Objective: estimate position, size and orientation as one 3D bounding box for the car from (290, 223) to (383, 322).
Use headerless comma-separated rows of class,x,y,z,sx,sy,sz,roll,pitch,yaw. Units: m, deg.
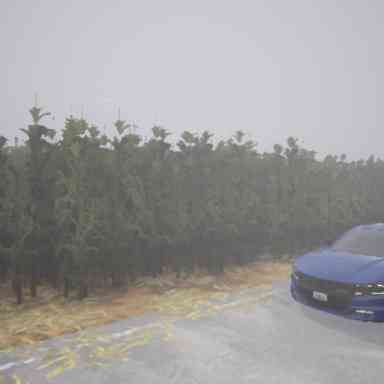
car,4.140,1.423,6.995,5.008,1.535,1.882,-1,0,-36
